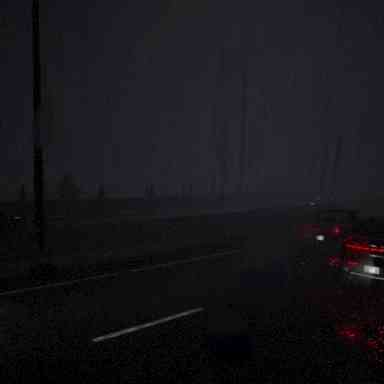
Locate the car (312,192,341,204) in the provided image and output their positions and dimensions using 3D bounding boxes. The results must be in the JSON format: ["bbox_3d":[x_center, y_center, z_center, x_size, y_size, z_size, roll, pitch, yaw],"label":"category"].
[{"bbox_3d":[16.756,0.788,40.100,2.097,1.767,4.553,0,1,44],"label":"car"}]

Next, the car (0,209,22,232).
[{"bbox_3d":[-11.532,1.542,17.403,4.674,1.442,1.812,-1,1,-37],"label":"car"}]

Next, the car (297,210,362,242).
[{"bbox_3d":[6.436,1.397,14.044,4.718,1.301,1.895,-1,1,-44],"label":"car"}]

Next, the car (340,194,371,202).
[{"bbox_3d":[18.571,1.038,36.932,1.895,1.301,4.718,0,1,44],"label":"car"}]

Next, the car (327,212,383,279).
[{"bbox_3d":[5.642,1.357,8.608,4.892,1.490,1.837,-1,1,-41],"label":"car"}]
